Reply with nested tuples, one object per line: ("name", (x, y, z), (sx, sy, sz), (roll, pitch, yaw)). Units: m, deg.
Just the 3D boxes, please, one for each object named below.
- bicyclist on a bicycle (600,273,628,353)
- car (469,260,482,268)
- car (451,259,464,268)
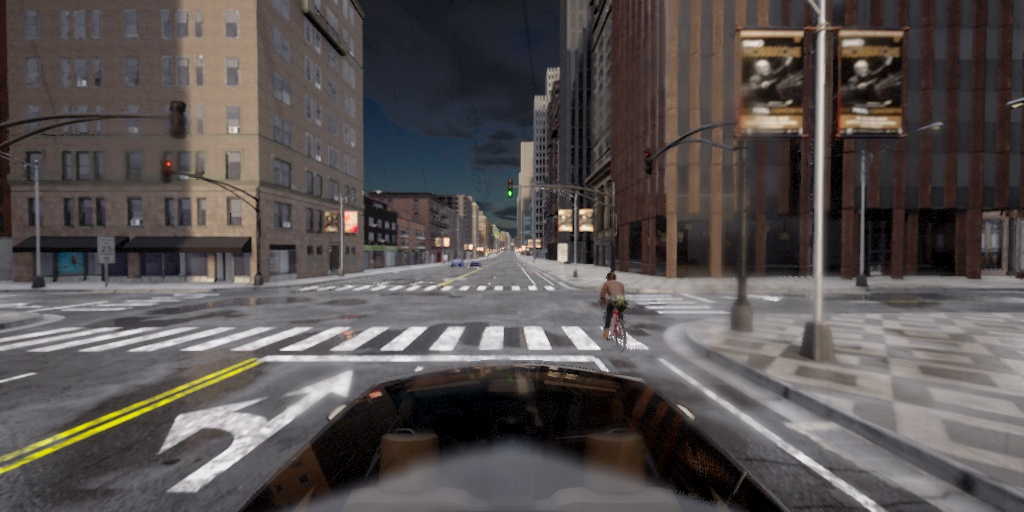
("bicyclist on a bicycle", (2.249, 1.204, 7.936), (0.582, 1.620, 1.656), (0, 0, 0))
("car", (-6.514, 1.378, 64.362), (1.895, 1.301, 4.718), (0, 0, 0))
("car", (-9.764, 1.255, 64.391), (1.882, 1.535, 5.008), (0, 0, 0))
